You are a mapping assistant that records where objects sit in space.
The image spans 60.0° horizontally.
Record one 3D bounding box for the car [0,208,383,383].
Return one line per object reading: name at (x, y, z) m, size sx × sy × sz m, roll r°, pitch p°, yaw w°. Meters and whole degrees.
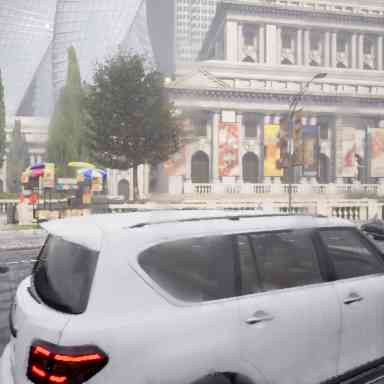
car at (0.906, 1.223, 3.986) m, size 5.566 × 2.045 × 2.150 m, roll 0°, pitch 0°, yaw -30°
